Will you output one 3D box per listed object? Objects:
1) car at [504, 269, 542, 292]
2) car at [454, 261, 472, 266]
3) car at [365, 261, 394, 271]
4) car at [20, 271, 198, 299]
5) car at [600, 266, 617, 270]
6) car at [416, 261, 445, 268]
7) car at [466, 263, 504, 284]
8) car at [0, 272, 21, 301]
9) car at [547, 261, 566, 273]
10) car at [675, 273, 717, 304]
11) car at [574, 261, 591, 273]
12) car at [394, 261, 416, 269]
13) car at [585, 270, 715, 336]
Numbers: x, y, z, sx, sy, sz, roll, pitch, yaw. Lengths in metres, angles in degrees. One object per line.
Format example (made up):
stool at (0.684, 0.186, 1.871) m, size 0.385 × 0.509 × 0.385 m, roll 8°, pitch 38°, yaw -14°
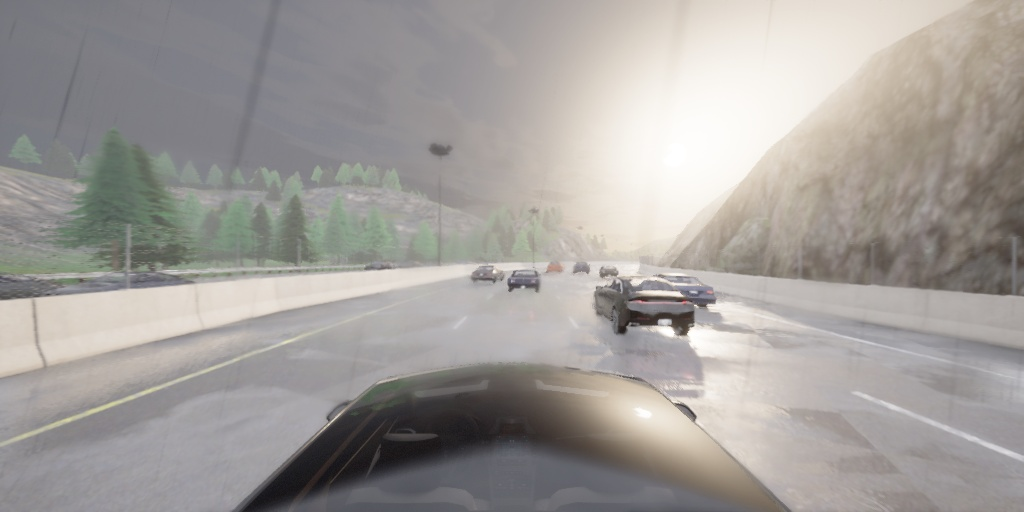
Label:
car at (0.925, 1.505, 22.807) m, size 1.895 × 1.301 × 4.718 m, roll 1°, pitch 0°, yaw 7°
car at (-7.220, 1.510, 54.673) m, size 1.882 × 1.535 × 5.008 m, roll 0°, pitch 0°, yaw 15°
car at (-18.815, 1.431, 51.685) m, size 2.033 × 1.411 × 5.357 m, roll 1°, pitch 0°, yaw 14°
car at (-13.766, 1.239, 12.943) m, size 1.994 × 1.385 × 4.181 m, roll 1°, pitch 0°, yaw 3°
car at (10.562, 1.723, 39.282) m, size 1.895 × 1.301 × 4.718 m, roll 1°, pitch 0°, yaw 12°
car at (-11.450, 1.460, 52.215) m, size 2.128 × 1.511 × 4.902 m, roll 1°, pitch 0°, yaw 14°
car at (-1.846, 1.466, 29.363) m, size 2.033 × 1.411 × 5.357 m, roll 0°, pitch 0°, yaw 10°
car at (-17.334, 1.190, 11.432) m, size 1.994 × 1.385 × 4.181 m, roll 1°, pitch 0°, yaw 3°
car at (6.400, 1.509, 51.187) m, size 2.097 × 1.767 × 4.553 m, roll 1°, pitch 0°, yaw 15°
car at (7.321, 1.478, 16.402) m, size 2.033 × 1.411 × 5.357 m, roll 1°, pitch 0°, yaw 6°
car at (10.316, 1.559, 52.246) m, size 2.097 × 1.767 × 4.553 m, roll 1°, pitch 0°, yaw 16°
car at (-14.904, 1.438, 52.815) m, size 1.837 × 1.490 × 4.892 m, roll 0°, pitch 0°, yaw 14°
car at (3.707, 1.345, 10.805) m, size 2.128 × 1.511 × 4.902 m, roll 0°, pitch 0°, yaw 3°
